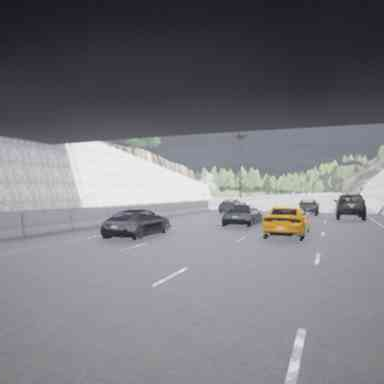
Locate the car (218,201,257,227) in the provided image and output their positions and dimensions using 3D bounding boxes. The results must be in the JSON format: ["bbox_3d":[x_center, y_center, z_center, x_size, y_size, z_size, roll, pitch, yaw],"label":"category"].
[{"bbox_3d":[3.472,1.557,22.717,1.994,1.385,4.181,0,0,23],"label":"car"}]

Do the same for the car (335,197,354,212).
[{"bbox_3d":[18.555,1.466,40.597,1.882,1.535,5.008,0,0,23],"label":"car"}]

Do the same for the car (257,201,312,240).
[{"bbox_3d":[4.947,1.473,17.185,1.882,1.535,5.008,0,0,23],"label":"car"}]

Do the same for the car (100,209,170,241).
[{"bbox_3d":[-2.753,1.559,16.928,1.994,1.385,4.181,0,0,23],"label":"car"}]

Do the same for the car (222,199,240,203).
[{"bbox_3d":[4.104,1.481,33.280,2.128,1.511,4.902,0,0,23],"label":"car"}]

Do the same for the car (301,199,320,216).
[{"bbox_3d":[11.628,1.481,33.118,2.128,1.511,4.902,0,0,23],"label":"car"}]

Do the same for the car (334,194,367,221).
[{"bbox_3d":[13.183,1.213,27.772,2.150,2.045,5.566,0,0,23],"label":"car"}]
